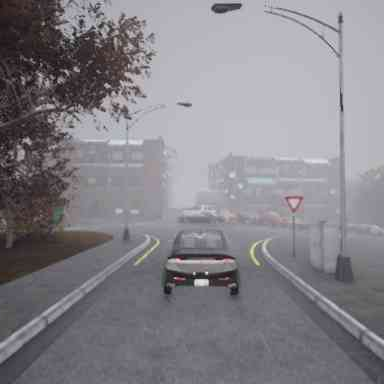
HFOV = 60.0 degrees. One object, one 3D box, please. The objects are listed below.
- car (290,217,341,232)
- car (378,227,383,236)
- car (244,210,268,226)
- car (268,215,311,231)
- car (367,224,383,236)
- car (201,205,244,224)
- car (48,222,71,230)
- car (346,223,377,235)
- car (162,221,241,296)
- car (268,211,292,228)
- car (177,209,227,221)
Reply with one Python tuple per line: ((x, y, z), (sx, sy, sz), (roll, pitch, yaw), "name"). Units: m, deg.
((14.023, 3.885, 37.547), (4.718, 1.301, 1.895), (6, -3, -11), "car")
((25.283, 4.940, 39.801), (4.674, 1.442, 1.812), (6, -3, -11), "car")
((6.642, 3.163, 41.362), (2.185, 1.767, 4.553), (7, -4, -32), "car")
((12.439, 3.883, 42.759), (1.946, 1.575, 5.366), (7, -4, -31), "car")
((27.193, 5.363, 45.662), (1.946, 1.575, 5.366), (7, -4, -31), "car")
((3.683, 2.905, 40.791), (2.185, 1.767, 4.553), (5, -4, -32), "car")
((-14.409, 2.959, 31.966), (5.357, 1.411, 2.033), (-2, -2, 15), "car")
((21.372, 4.812, 44.353), (2.002, 1.452, 4.674), (7, -4, -31), "car")
((0.245, 1.806, 9.530), (2.128, 1.511, 4.902), (0, -2, 1), "car")
((9.625, 3.338, 41.993), (2.435, 2.045, 5.566), (8, -4, -32), "car")
((0.823, 2.797, 34.950), (4.718, 1.301, 1.895), (2, -2, -10), "car")
